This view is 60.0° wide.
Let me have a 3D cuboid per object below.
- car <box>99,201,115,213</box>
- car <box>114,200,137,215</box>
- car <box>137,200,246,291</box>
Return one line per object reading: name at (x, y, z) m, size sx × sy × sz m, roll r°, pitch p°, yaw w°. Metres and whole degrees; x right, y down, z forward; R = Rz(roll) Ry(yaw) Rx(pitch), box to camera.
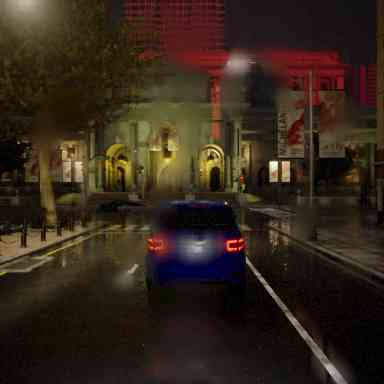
car at (-7.361, 1.547, 36.299) m, size 5.357 × 1.411 × 2.033 m, roll 0°, pitch 0°, yaw 1°
car at (-4.823, 1.601, 32.776) m, size 4.718 × 1.301 × 1.895 m, roll 0°, pitch 0°, yaw 1°
car at (0.106, 1.221, 9.130) m, size 2.150 × 2.045 × 5.566 m, roll 0°, pitch 0°, yaw 1°
